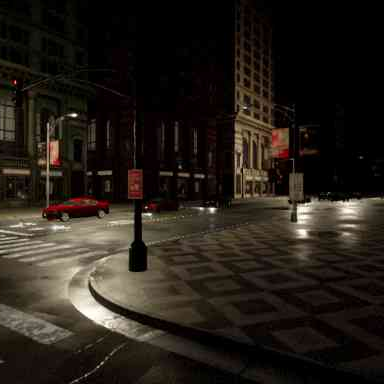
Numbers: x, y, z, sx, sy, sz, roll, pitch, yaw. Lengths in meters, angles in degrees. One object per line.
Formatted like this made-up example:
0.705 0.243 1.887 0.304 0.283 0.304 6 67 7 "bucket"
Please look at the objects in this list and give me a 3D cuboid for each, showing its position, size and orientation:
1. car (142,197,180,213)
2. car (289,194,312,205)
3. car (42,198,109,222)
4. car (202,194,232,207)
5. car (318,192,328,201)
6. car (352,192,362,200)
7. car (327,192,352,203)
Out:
-2.982 1.199 31.769 1.994 1.385 4.181 0 1 36 "car"
14.763 0.964 45.184 1.994 1.385 4.181 0 1 35 "car"
-8.350 1.231 24.221 1.882 1.535 5.008 0 1 35 "car"
3.054 1.009 40.252 1.837 1.490 4.892 0 1 36 "car"
22.953 0.714 56.699 2.128 1.511 4.902 0 1 35 "car"
29.565 0.676 60.404 1.812 1.442 4.674 0 1 35 "car"
22.408 0.834 50.329 1.812 1.442 4.674 0 1 36 "car"
